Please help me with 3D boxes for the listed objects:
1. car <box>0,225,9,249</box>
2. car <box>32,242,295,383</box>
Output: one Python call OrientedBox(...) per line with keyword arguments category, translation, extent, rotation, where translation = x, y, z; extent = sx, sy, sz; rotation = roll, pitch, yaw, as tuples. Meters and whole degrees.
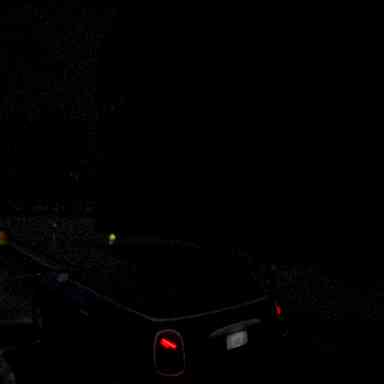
OrientedBox(category="car", translation=(-10.443, 2.026, 16.714), extent=(1.752, 1.417, 4.829), rotation=(3, -3, -38))
OrientedBox(category="car", translation=(-0.852, 1.550, 5.024), extent=(2.097, 1.767, 4.553), rotation=(3, -3, -38))
